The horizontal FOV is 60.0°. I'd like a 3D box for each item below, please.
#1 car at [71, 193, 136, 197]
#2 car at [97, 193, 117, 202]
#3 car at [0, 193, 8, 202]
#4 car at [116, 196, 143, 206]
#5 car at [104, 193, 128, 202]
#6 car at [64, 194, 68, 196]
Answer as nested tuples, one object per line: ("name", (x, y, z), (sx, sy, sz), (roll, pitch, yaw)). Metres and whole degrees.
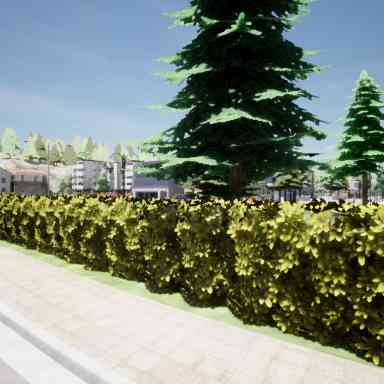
("car", (-8.090, 1.221, 31.073), (2.150, 2.045, 5.566), (0, 0, 44))
("car", (-18.225, 1.077, 71.435), (1.905, 1.878, 3.866), (0, 0, 44))
("car", (-41.776, 1.097, 70.250), (1.932, 1.855, 4.605), (0, 0, 44))
("car", (-10.068, 1.384, 53.349), (1.970, 1.475, 3.806), (0, 0, 44))
("car", (-15.867, 1.097, 69.687), (1.932, 1.855, 4.605), (0, 0, 44))
("car", (-27.333, 1.154, 80.420), (2.152, 1.636, 5.027), (0, 0, 44))
